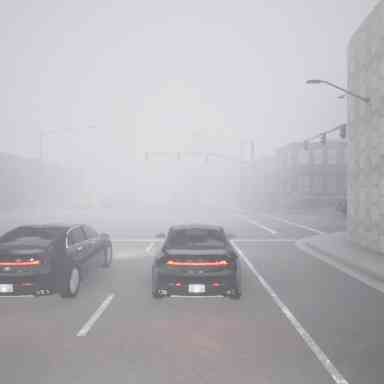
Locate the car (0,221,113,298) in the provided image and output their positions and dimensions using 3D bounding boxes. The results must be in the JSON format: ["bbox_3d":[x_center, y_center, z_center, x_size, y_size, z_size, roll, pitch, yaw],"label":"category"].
[{"bbox_3d":[-3.396,1.505,8.483,1.837,1.490,4.892,0,0,0],"label":"car"}]

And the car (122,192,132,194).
[{"bbox_3d":[-13.790,1.115,69.570,2.150,2.045,5.566,0,0,0],"label":"car"}]

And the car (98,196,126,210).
[{"bbox_3d":[-10.504,1.547,43.602,2.033,1.411,5.357,0,0,-2],"label":"car"}]

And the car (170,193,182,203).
[{"bbox_3d":[-3.294,1.221,68.245,2.150,2.045,5.566,0,0,0],"label":"car"}]

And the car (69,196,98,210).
[{"bbox_3d":[-13.983,1.352,42.437,2.097,1.767,4.553,0,0,1],"label":"car"}]

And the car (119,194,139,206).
[{"bbox_3d":[-10.431,1.547,54.083,2.033,1.411,5.357,0,0,0],"label":"car"}]

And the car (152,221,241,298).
[{"bbox_3d":[0.104,1.505,8.467,1.837,1.490,4.892,0,0,0],"label":"car"}]

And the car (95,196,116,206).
[{"bbox_3d":[-13.928,1.490,54.095,2.128,1.511,4.902,0,0,0],"label":"car"}]

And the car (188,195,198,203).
[{"bbox_3d":[0.206,1.352,68.179,2.097,1.767,4.553,0,0,0],"label":"car"}]

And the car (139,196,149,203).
[{"bbox_3d":[-10.287,1.586,70.731,1.895,1.301,4.718,0,0,0],"label":"car"}]

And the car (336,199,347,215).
[{"bbox_3d":[14.904,0.764,27.510,5.566,2.045,2.150,-5,0,0],"label":"car"}]
